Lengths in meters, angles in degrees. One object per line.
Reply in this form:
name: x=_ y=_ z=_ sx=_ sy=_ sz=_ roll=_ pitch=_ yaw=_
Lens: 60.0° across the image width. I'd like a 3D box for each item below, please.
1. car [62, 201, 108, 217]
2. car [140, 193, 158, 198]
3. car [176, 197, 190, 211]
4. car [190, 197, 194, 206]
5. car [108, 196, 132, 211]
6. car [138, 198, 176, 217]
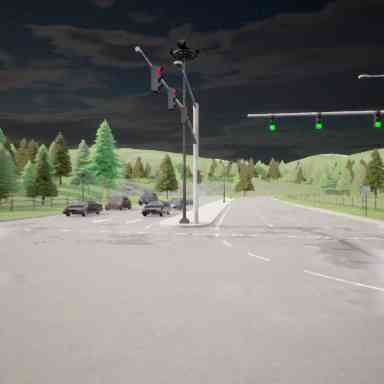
car: x=-10.357 y=1.547 z=32.101 sx=2.033 sy=1.411 sz=5.357 roll=0 pitch=0 yaw=8
car: x=-7.154 y=1.223 z=54.946 sx=2.150 sy=2.045 sz=5.566 roll=0 pitch=0 yaw=8
car: x=-1.949 y=1.492 z=41.653 sx=2.128 sy=1.511 sz=4.902 roll=0 pitch=0 yaw=9
car: x=-0.243 y=1.526 z=53.774 sx=1.812 sy=1.442 sz=4.674 roll=0 pitch=0 yaw=8
car: x=-9.086 y=1.352 z=41.196 sx=2.097 sy=1.767 sz=4.553 roll=0 pitch=0 yaw=8
car: x=-3.300 y=1.547 z=32.030 sx=2.033 sy=1.411 sz=5.357 roll=0 pitch=0 yaw=8
